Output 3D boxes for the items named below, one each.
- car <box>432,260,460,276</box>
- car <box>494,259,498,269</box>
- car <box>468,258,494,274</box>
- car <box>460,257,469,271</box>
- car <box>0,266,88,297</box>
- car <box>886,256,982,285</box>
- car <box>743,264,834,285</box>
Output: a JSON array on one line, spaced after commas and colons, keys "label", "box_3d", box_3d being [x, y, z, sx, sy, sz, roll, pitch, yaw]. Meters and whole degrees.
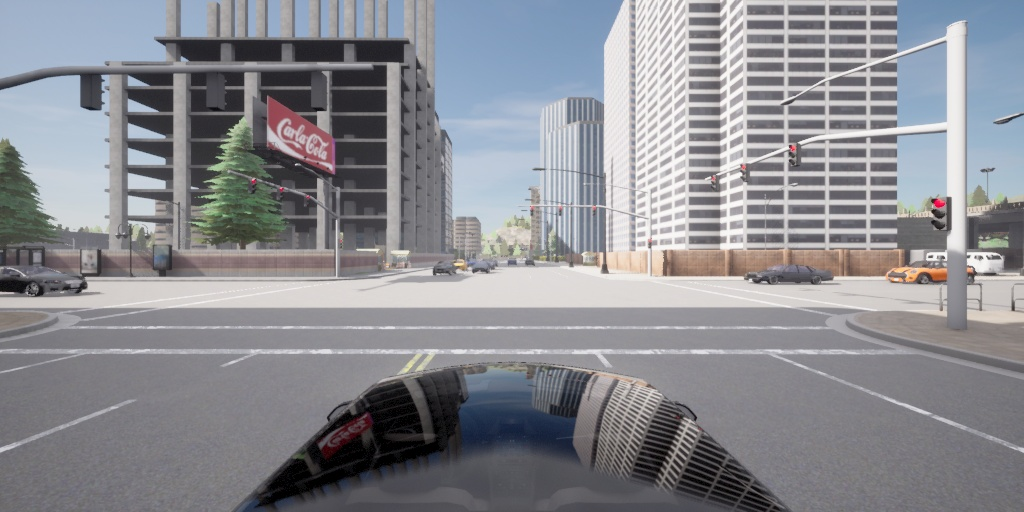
[{"label": "car", "box_3d": [-7.086, 1.256, 37.898, 1.837, 1.490, 4.892, 0, 0, 1]}, {"label": "car", "box_3d": [-3.568, 1.102, 52.374, 2.097, 1.767, 4.553, 0, 0, 0]}, {"label": "car", "box_3d": [-3.576, 1.298, 42.027, 2.033, 1.411, 5.357, 0, 0, 0]}, {"label": "car", "box_3d": [-7.077, 1.228, 47.681, 1.882, 1.535, 5.008, 0, 0, 0]}, {"label": "car", "box_3d": [-24.548, 1.241, 18.121, 4.902, 1.511, 2.128, 0, 0, 0]}, {"label": "car", "box_3d": [29.655, 1.102, 25.558, 4.553, 1.767, 2.097, 0, 0, 1]}, {"label": "car", "box_3d": [19.647, 1.297, 25.537, 5.357, 1.411, 2.033, 0, 0, 0]}]
